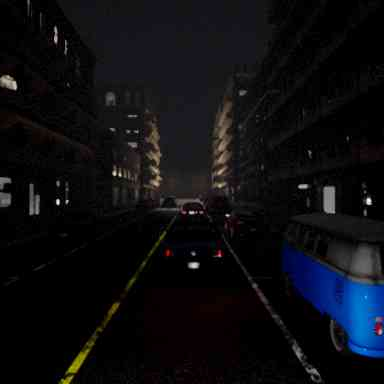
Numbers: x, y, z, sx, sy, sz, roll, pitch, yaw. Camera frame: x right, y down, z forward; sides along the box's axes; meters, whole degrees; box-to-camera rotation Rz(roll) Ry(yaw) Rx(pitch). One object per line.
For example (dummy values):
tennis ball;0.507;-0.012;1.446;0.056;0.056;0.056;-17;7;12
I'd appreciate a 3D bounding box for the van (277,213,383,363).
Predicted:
van;2.704;1.334;5.708;1.690;1.788;3.998;1;0;0

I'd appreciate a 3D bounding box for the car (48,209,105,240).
car;-5.678;1.545;16.890;1.947;1.339;4.313;1;0;0

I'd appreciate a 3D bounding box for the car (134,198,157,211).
car;-5.676;1.497;39.175;1.887;1.381;4.507;1;0;0

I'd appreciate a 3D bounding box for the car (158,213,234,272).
car;0.062;1.587;10.710;1.895;1.301;4.718;0;0;0

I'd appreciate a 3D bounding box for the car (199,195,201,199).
car;2.708;1.465;72.561;2.008;1.369;4.403;1;0;0

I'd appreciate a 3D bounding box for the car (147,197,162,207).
car;-5.675;1.522;50.317;1.802;1.307;4.206;1;0;0

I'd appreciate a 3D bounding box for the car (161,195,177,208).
car;-3.086;1.449;45.700;1.837;1.490;4.892;0;0;0

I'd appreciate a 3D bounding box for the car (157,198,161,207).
car;-5.676;1.528;44.746;1.802;1.307;4.206;1;0;0

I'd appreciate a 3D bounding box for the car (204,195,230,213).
car;2.707;1.274;33.563;2.192;1.841;5.009;1;0;0

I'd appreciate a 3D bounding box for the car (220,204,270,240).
car;2.702;1.523;16.849;1.887;1.381;4.507;1;0;0

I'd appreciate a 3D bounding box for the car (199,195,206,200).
car;2.709;1.478;89.275;1.802;1.307;4.206;1;0;0

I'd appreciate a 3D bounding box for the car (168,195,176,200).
car;-5.670;1.456;94.886;1.947;1.339;4.313;1;0;0

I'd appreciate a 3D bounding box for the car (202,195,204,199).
car;2.708;1.267;39.133;2.192;1.841;5.009;1;0;0

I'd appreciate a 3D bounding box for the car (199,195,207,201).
car;2.709;1.427;83.873;1.752;1.417;4.829;1;0;0

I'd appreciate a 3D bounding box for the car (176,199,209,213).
car;0.068;1.515;26.365;2.033;1.411;5.357;0;0;0
